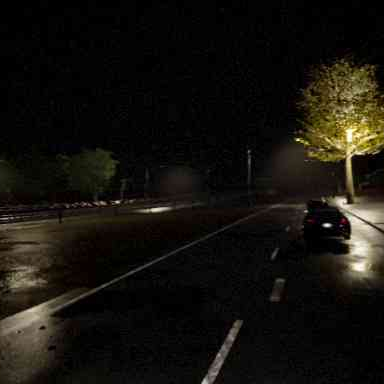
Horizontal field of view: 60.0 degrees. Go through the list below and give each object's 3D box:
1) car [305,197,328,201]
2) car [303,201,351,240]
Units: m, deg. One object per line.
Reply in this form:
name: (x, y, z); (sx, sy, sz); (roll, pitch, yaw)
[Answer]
car: (12.123, 1.199, 32.347); (2.128, 1.511, 4.902); (-1, 0, 19)
car: (6.355, 1.357, 15.912); (1.994, 1.385, 4.181); (-1, 0, 19)
